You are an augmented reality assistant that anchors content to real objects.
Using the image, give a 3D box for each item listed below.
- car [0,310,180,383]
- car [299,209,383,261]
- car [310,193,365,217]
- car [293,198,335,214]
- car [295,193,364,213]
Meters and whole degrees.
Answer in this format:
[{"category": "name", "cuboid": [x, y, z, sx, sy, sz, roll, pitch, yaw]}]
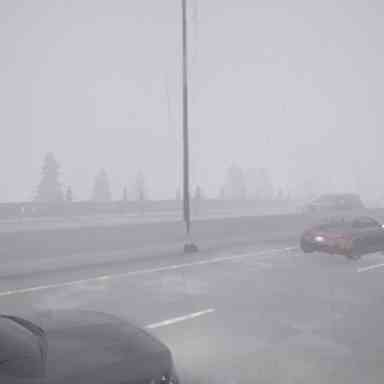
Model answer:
[{"category": "car", "cuboid": [-2.344, 1.509, 2.106, 4.892, 1.490, 1.837, 0, 0, -35]}, {"category": "car", "cuboid": [5.884, 1.526, 12.255, 4.181, 1.385, 1.994, 0, 0, -36]}, {"category": "car", "cuboid": [13.585, 1.126, 30.894, 5.566, 2.045, 2.150, 0, 0, -35]}, {"category": "car", "cuboid": [12.717, 1.430, 34.574, 4.674, 1.442, 1.812, 0, 0, -35]}, {"category": "car", "cuboid": [10.362, 1.150, 24.296, 5.566, 2.045, 2.150, 0, 0, -35]}]
